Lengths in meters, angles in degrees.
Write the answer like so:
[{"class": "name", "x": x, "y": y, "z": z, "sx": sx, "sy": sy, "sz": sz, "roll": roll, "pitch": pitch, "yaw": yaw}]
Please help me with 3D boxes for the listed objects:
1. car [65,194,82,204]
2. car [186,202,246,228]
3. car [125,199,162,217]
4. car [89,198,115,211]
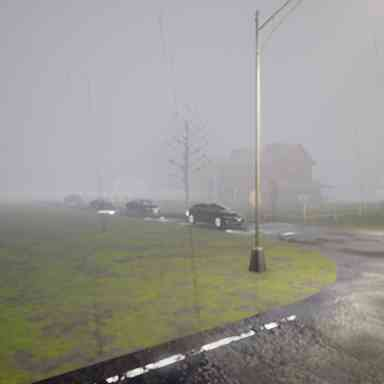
[{"class": "car", "x": -21.266, "y": 1.195, "z": 59.542, "sx": 2.097, "sy": 1.767, "sz": 4.553, "roll": 0, "pitch": 0, "yaw": -35}, {"class": "car", "x": 1.482, "y": 1.461, "z": 22.177, "sx": 1.837, "sy": 1.490, "sz": 4.892, "roll": 0, "pitch": 0, "yaw": -35}, {"class": "car", "x": -4.532, "y": 1.419, "z": 30.704, "sx": 2.128, "sy": 1.511, "sz": 4.902, "roll": 0, "pitch": 0, "yaw": -35}, {"class": "car", "x": -10.798, "y": 1.465, "z": 39.602, "sx": 1.994, "sy": 1.385, "sz": 4.181, "roll": 0, "pitch": 0, "yaw": -35}]
